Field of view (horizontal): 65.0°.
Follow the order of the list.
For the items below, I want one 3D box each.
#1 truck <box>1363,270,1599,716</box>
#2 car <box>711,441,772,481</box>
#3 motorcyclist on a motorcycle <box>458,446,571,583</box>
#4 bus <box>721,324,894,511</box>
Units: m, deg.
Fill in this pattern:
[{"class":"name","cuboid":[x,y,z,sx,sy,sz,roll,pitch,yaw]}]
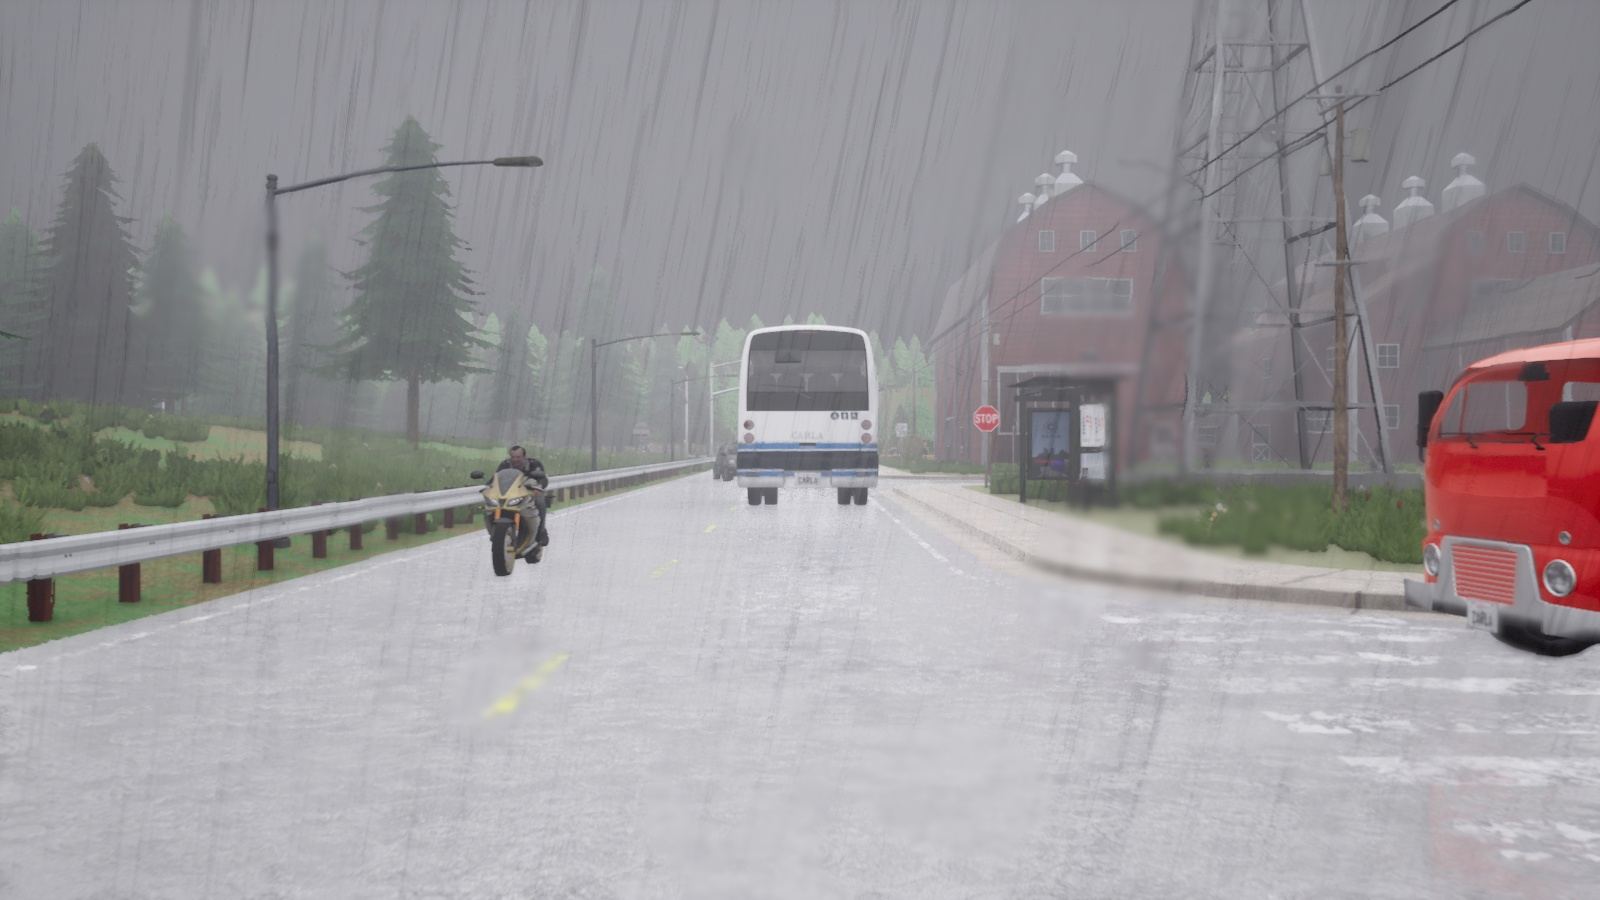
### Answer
[{"class":"truck","cuboid":[6.870,0.234,8.221,5.204,2.467,2.627,0,0,-8]},{"class":"car","cuboid":[-2.491,0.440,52.584,1.851,1.617,3.988,0,0,-14]},{"class":"motorcyclist on a motorcycle","cuboid":[-3.400,0.720,15.171,0.866,1.530,2.191,0,0,0]},{"class":"bus","cuboid":[0.205,-0.760,33.830,3.944,4.253,10.273,0,0,0]}]
